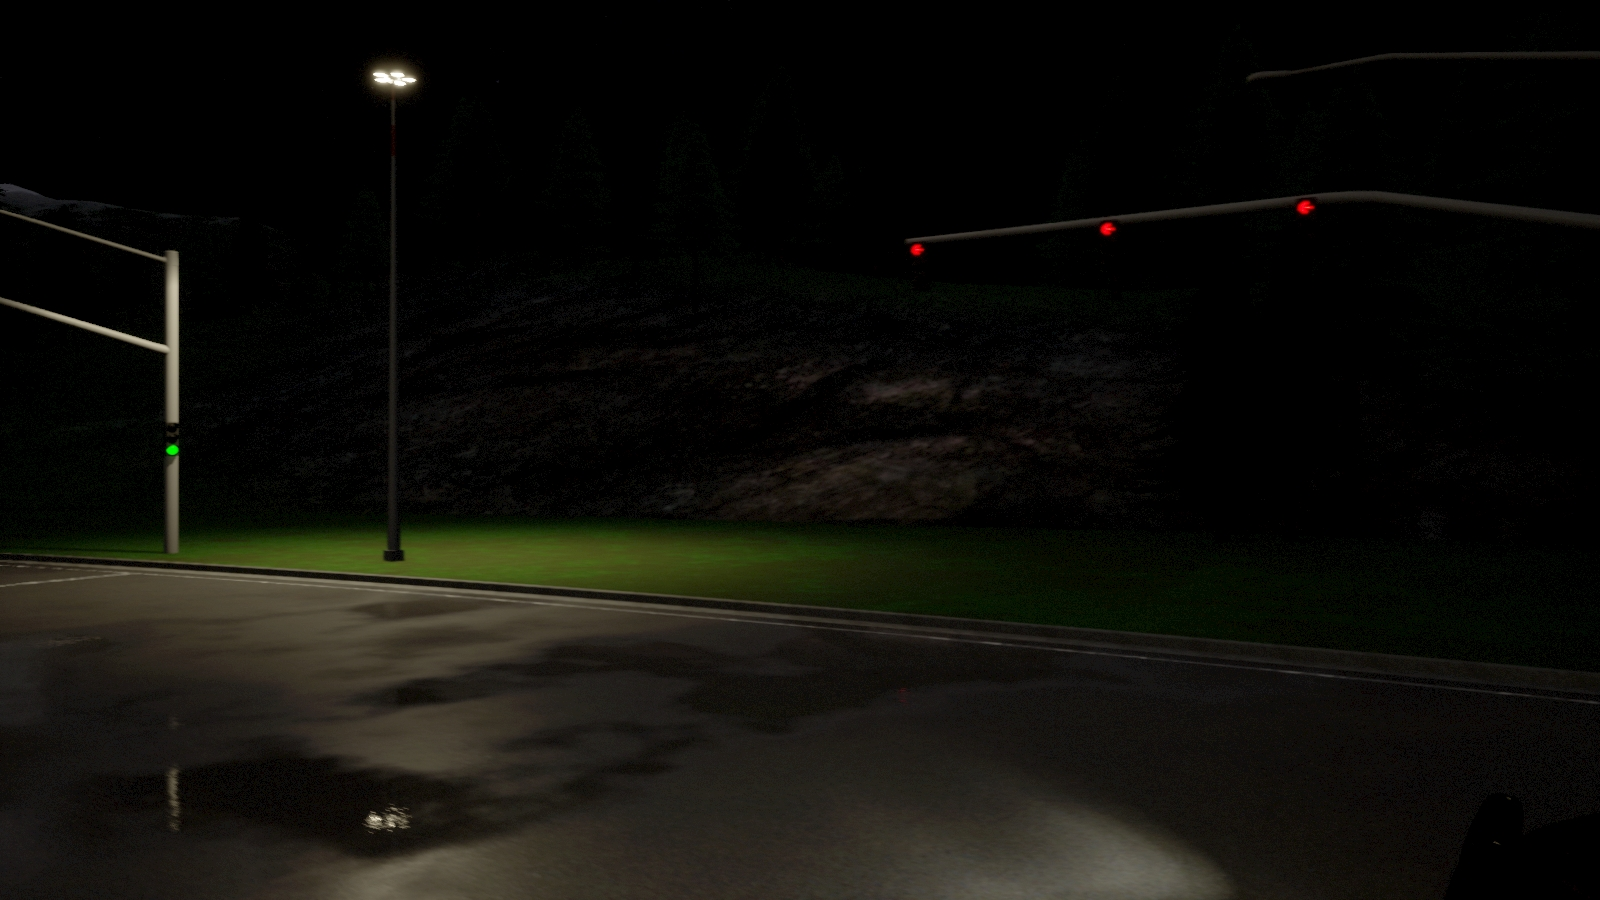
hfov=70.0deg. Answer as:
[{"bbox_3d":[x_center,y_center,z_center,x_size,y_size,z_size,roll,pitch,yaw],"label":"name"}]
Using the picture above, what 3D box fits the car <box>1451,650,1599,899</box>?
[{"bbox_3d":[5.562,1.981,4.292,5.238,1.638,2.097,0,0,35],"label":"car"}]
